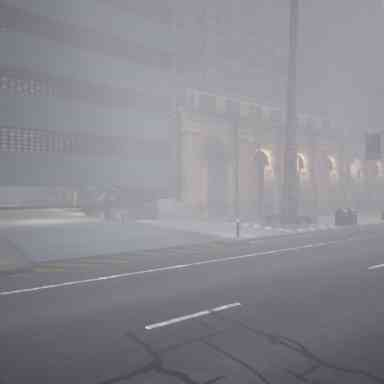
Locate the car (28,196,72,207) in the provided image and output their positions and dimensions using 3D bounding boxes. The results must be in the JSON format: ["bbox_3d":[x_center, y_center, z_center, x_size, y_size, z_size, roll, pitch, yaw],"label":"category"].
[{"bbox_3d":[-18.528,1.463,43.891,4.718,1.301,1.895,0,0,-36],"label":"car"}]

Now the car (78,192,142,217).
[{"bbox_3d":[-7.097,1.029,29.324,5.566,2.045,2.435,0,0,-36],"label":"car"}]

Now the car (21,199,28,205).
[{"bbox_3d":[-24.934,1.413,53.572,4.786,1.482,2.161,0,0,-36],"label":"car"}]
